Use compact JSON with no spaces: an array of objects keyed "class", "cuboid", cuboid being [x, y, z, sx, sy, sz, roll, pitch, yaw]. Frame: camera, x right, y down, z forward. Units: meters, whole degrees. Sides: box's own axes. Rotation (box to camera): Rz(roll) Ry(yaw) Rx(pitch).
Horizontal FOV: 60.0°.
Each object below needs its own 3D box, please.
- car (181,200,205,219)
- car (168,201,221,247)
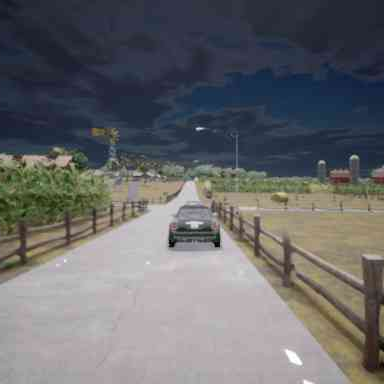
[{"class":"car","cuboid":[0.107,1.531,30.578,2.033,1.411,5.357,0,0,0]},{"class":"car","cuboid":[0.103,1.347,15.033,2.097,1.767,4.553,0,0,0]}]
